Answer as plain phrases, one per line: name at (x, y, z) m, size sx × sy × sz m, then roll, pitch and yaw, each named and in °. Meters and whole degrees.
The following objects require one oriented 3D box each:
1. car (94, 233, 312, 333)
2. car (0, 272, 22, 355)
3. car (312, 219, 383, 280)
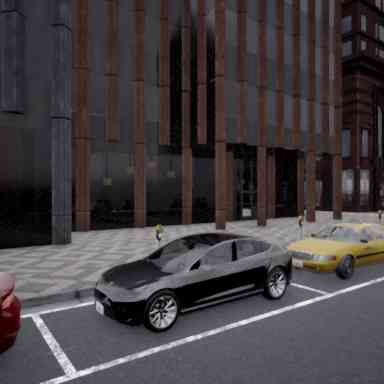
car at (0.238, 1.564, 6.811) m, size 4.313 × 1.339 × 1.947 m, roll 0°, pitch 0°, yaw -35°
car at (-4.357, 1.545, 3.547) m, size 4.507 × 1.381 × 1.887 m, roll 0°, pitch 0°, yaw -35°
car at (4.695, 1.522, 9.976) m, size 4.829 × 1.417 × 1.752 m, roll 0°, pitch 0°, yaw -35°
